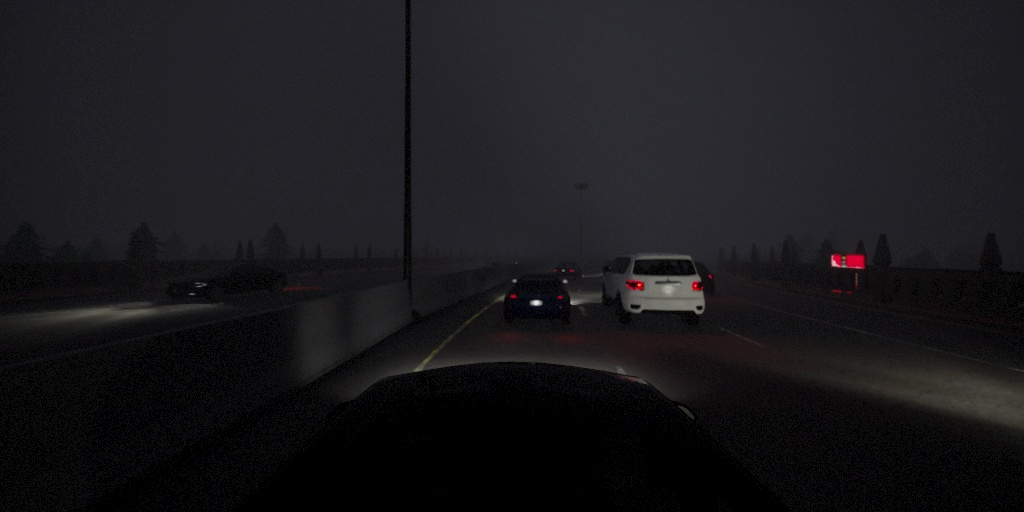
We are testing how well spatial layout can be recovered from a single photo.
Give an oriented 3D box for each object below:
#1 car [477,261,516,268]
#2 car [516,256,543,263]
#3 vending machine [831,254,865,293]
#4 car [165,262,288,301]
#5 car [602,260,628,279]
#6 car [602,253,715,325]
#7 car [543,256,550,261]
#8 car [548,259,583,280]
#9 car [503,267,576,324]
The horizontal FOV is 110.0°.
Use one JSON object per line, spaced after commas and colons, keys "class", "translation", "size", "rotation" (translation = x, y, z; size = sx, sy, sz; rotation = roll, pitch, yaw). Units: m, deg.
{"class": "car", "translation": [-1.536, 1.135, 33.397], "size": [1.895, 1.301, 4.718], "rotation": [0, 0, 19]}
{"class": "car", "translation": [2.123, 0.942, 50.413], "size": [1.837, 1.490, 4.892], "rotation": [0, 0, 29]}
{"class": "vending machine", "translation": [16.749, 0.907, 17.933], "size": [1.100, 2.100, 0.880], "rotation": [0, 0, 13]}
{"class": "car", "translation": [-12.796, 1.077, 16.481], "size": [1.882, 1.535, 5.008], "rotation": [0, 0, 9]}
{"class": "car", "translation": [8.978, 1.097, 31.050], "size": [1.837, 1.490, 4.892], "rotation": [0, 0, 19]}
{"class": "car", "translation": [4.366, 0.922, 11.924], "size": [2.150, 2.045, 5.566], "rotation": [0, 0, 7]}
{"class": "car", "translation": [5.014, 0.722, 61.899], "size": [2.097, 1.767, 4.553], "rotation": [1, 1, 35]}
{"class": "car", "translation": [4.615, 1.134, 29.286], "size": [2.033, 1.411, 5.357], "rotation": [0, 0, 18]}
{"class": "car", "translation": [0.898, 1.250, 11.870], "size": [1.994, 1.385, 4.181], "rotation": [0, 0, 7]}
